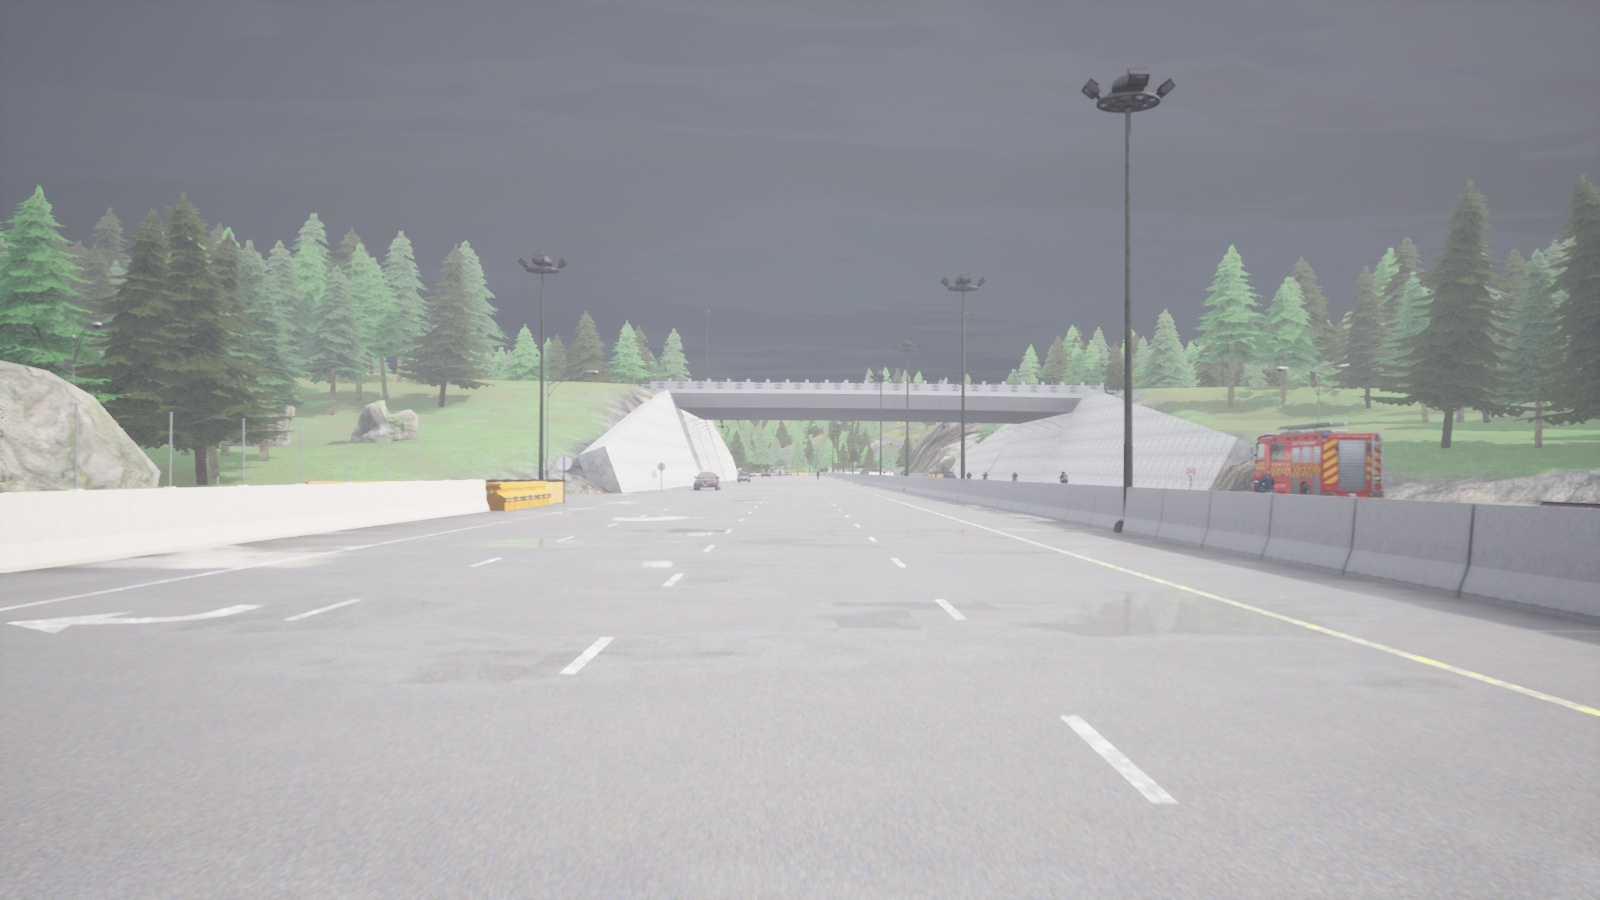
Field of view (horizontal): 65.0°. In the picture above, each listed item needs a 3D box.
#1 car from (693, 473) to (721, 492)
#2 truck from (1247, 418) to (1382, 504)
[{"bbox_3d":[-7.240,2.515,98.306,1.812,1.442,4.674,0,-1,0],"label":"car"},{"bbox_3d":[24.350,0.557,59.981,2.891,3.827,8.468,0,-1,0],"label":"truck"}]
